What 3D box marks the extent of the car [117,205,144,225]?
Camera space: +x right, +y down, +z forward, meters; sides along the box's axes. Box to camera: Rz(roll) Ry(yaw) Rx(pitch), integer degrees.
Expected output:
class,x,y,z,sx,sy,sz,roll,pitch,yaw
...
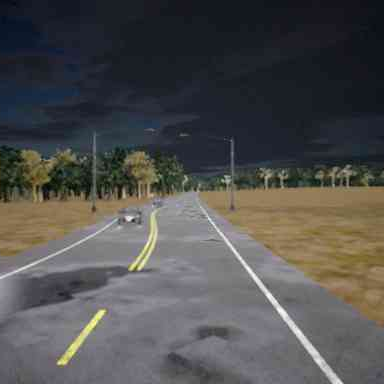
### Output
class,x,y,z,sx,sy,sz,roll,pitch,yaw
car,-4.972,1.837,27.198,2.128,1.511,4.902,0,-1,-7

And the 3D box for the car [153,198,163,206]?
class,x,y,z,sx,sy,sz,roll,pitch,yaw
car,-7.049,2.064,69.189,1.882,1.535,5.008,0,0,0
